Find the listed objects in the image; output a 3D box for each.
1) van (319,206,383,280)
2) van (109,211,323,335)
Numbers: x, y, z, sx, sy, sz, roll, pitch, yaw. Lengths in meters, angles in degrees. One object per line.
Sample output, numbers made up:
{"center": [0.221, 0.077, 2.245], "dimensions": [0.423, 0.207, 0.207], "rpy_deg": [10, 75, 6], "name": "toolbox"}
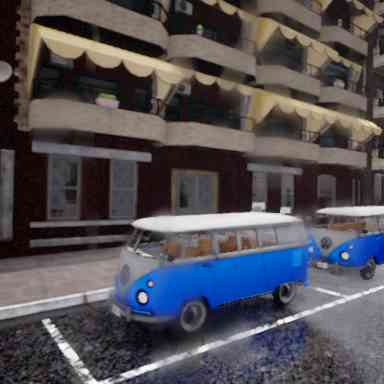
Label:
{"center": [5.031, 1.328, 9.657], "dimensions": [3.998, 1.788, 1.690], "rpy_deg": [0, 2, -35], "name": "van"}
{"center": [0.528, 1.335, 6.444], "dimensions": [3.998, 1.788, 1.690], "rpy_deg": [0, 2, -35], "name": "van"}
